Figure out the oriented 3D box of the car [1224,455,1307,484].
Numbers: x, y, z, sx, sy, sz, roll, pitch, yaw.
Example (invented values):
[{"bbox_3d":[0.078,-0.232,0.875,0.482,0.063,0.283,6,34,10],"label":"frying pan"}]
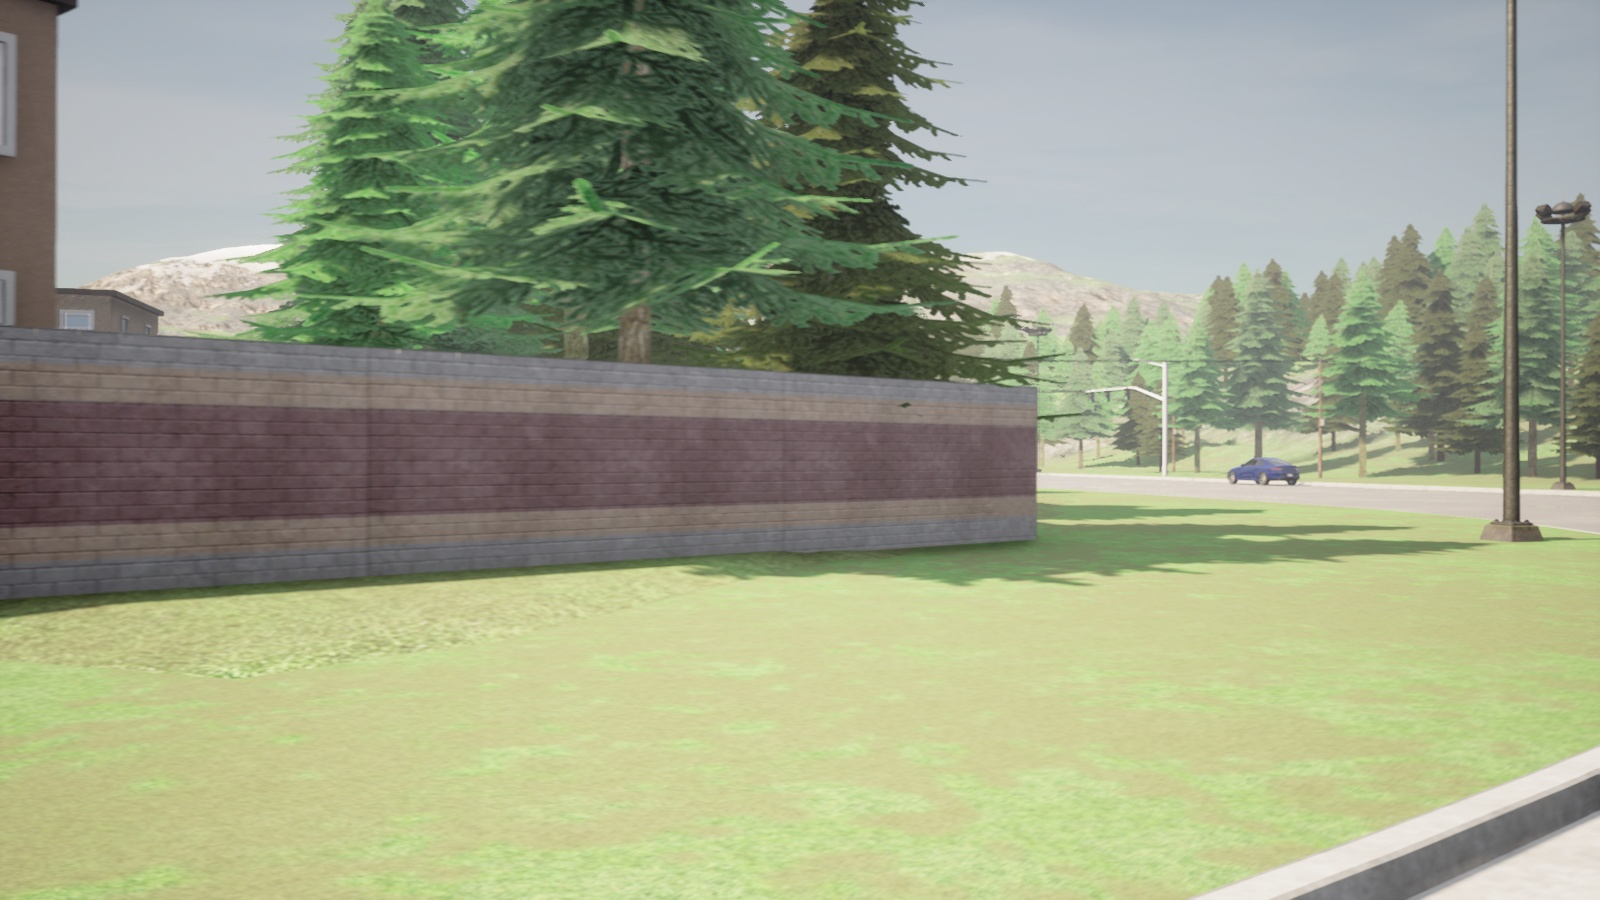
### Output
[{"bbox_3d":[24.373,0.991,65.920,1.812,1.442,4.674,0,0,-13],"label":"car"}]
